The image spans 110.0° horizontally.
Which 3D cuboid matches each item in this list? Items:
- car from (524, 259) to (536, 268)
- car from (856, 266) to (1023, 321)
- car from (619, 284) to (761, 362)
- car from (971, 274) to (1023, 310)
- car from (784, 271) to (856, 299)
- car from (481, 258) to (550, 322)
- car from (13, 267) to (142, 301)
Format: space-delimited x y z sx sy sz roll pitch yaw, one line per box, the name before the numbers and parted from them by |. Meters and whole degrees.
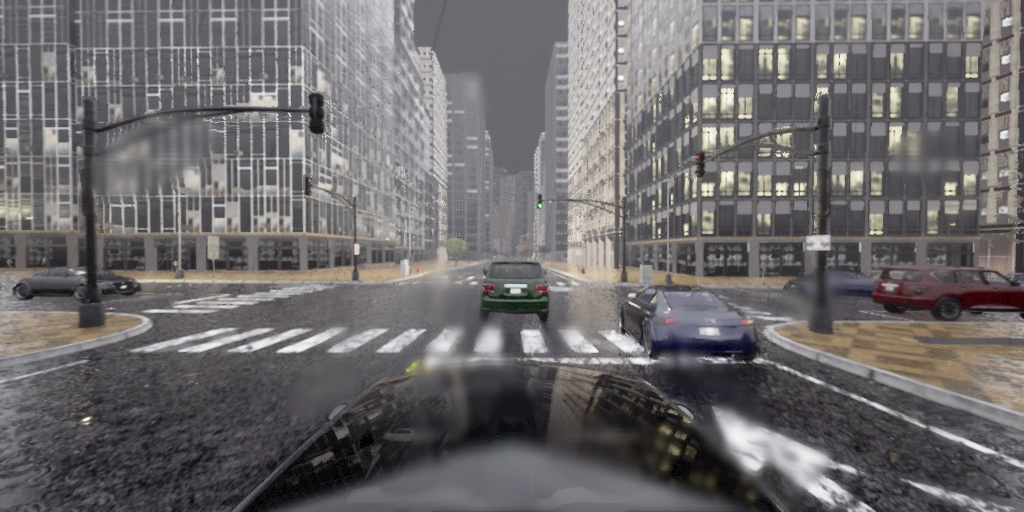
car | 3.200 1.311 64.740 1.837 1.490 4.892 0 0 0
car | 16.183 1.300 13.042 5.009 1.841 2.192 0 0 1
car | 3.773 1.350 8.368 1.994 1.385 4.181 -1 -1 7
car | 23.939 1.563 15.533 5.357 1.411 2.033 1 1 1
car | 16.861 1.472 18.808 4.181 1.385 1.994 1 1 1
car | 0.104 1.068 13.093 2.150 2.045 5.566 1 1 0
car | -19.477 1.195 16.185 4.181 1.385 1.994 1 1 1
